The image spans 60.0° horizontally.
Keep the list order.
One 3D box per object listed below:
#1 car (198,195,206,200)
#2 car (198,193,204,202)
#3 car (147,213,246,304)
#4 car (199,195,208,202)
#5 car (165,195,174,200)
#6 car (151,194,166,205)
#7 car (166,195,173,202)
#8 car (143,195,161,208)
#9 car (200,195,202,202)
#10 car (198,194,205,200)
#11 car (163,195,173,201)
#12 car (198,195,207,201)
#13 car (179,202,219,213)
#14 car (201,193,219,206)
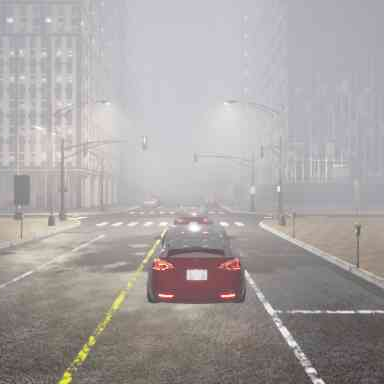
[{"bbox_3d":[2.555,1.407,86.931,2.008,1.369,4.403,0,0,0],"label":"car"},{"bbox_3d":[2.583,1.220,69.907,2.192,1.841,5.009,0,0,0],"label":"car"},{"bbox_3d":[0.082,1.501,8.196,2.163,1.488,4.792,0,0,0],"label":"car"},{"bbox_3d":[2.573,1.415,75.752,1.752,1.417,4.829,0,0,0],"label":"car"},{"bbox_3d":[-5.825,1.407,86.925,2.008,1.369,4.403,0,0,0],"label":"car"},{"bbox_3d":[-5.871,1.261,52.872,2.192,1.841,5.009,0,0,0],"label":"car"},{"bbox_3d":[-5.808,1.435,75.574,1.887,1.381,4.507,0,0,0],"label":"car"},{"bbox_3d":[-5.893,1.483,47.024,1.752,1.417,4.829,0,0,0],"label":"car"},{"bbox_3d":[2.707,1.497,52.885,2.008,1.369,4.403,0,0,0],"label":"car"},{"bbox_3d":[2.546,1.361,92.777,1.752,1.417,4.829,0,0,0],"label":"car"},{"bbox_3d":[-5.816,1.424,81.249,2.008,1.369,4.403,0,0,0],"label":"car"},{"bbox_3d":[2.564,1.418,81.256,1.887,1.381,4.507,0,0,0],"label":"car"},{"bbox_3d":[0.062,1.496,17.444,2.163,1.488,4.792,0,0,0],"label":"car"},{"bbox_3d":[2.747,1.398,47.206,1.967,1.590,4.097,0,0,0],"label":"car"}]
